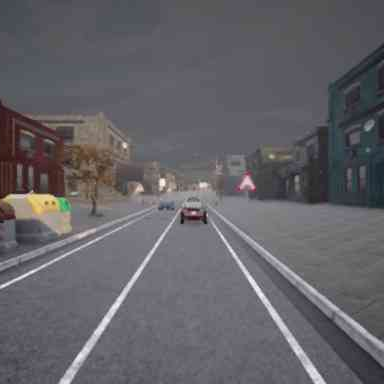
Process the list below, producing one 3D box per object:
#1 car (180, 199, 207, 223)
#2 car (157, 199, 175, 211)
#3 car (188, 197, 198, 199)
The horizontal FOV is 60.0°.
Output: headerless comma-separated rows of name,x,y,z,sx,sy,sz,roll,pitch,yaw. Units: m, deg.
car,0.116,1.512,25.742,2.163,1.488,4.792,0,0,0
car,-3.072,1.555,40.539,2.033,1.411,5.357,0,0,0
car,0.122,1.434,43.392,2.033,1.649,4.856,0,0,0
